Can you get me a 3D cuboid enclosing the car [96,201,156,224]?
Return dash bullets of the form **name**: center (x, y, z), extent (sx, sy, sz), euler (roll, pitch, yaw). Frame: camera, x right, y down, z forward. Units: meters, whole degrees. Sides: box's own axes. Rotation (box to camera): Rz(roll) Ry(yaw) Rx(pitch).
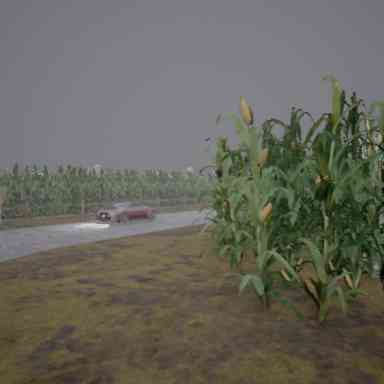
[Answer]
- **car**: center (-4.386, 1.303, 22.519), extent (1.994, 1.385, 4.181), euler (1, 2, 36)
